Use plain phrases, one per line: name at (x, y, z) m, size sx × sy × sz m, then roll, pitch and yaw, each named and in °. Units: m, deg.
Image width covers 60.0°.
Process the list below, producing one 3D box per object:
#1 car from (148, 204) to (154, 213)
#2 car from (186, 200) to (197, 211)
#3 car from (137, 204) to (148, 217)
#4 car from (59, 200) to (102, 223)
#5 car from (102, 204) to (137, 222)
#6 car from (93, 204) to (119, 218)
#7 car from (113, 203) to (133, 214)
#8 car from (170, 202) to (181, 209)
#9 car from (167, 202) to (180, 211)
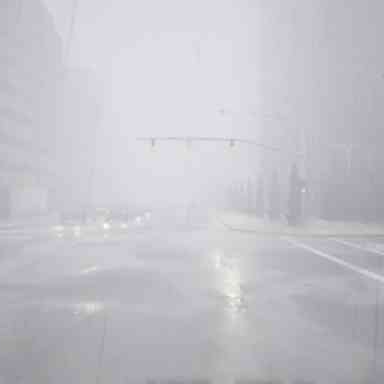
car at (-7.102, 2.547, 51.782) m, size 1.994 × 1.385 × 4.181 m, roll 0°, pitch -1°, yaw 0°
car at (-0.022, 2.715, 60.949) m, size 2.033 × 1.411 × 5.357 m, roll 0°, pitch -1°, yaw 0°
car at (-7.110, 2.322, 41.905) m, size 1.812 × 1.442 × 4.674 m, roll 0°, pitch -1°, yaw -1°
car at (-10.610, 1.816, 31.578) m, size 2.150 × 2.045 × 5.566 m, roll 0°, pitch -1°, yaw 0°
car at (-7.111, 1.978, 32.925) m, size 2.097 × 1.767 × 4.553 m, roll 0°, pitch -1°, yaw 0°
car at (-10.612, 2.256, 41.273) m, size 1.882 × 1.535 × 5.008 m, roll 0°, pitch -1°, yaw 0°
car at (-10.602, 2.522, 51.603) m, size 2.033 × 1.411 × 5.357 m, roll 0°, pitch -1°, yaw 0°
car at (-3.526, 2.844, 70.844) m, size 2.128 × 1.511 × 4.902 m, roll 0°, pitch -1°, yaw 0°
car at (-3.522, 2.678, 61.518) m, size 1.837 × 1.490 × 4.892 m, roll 0°, pitch -1°, yaw 0°
